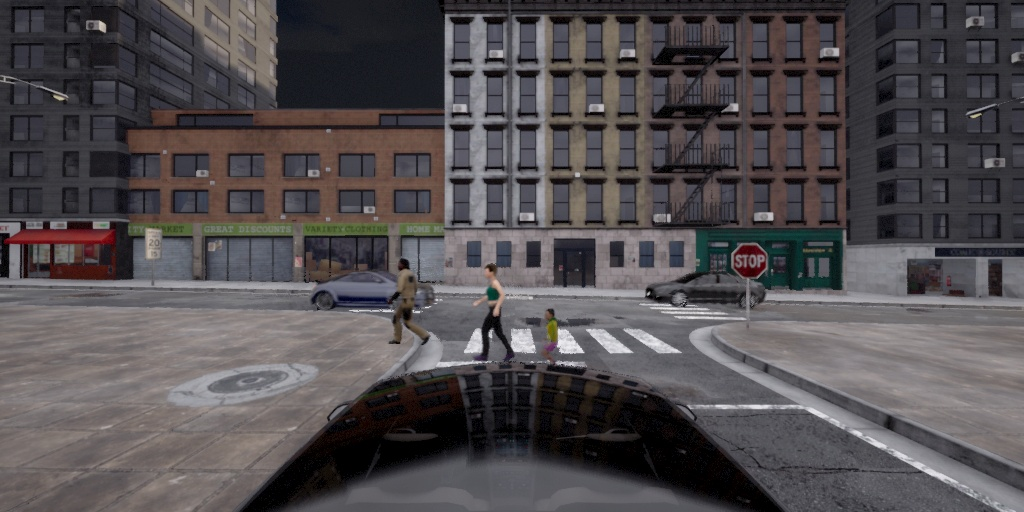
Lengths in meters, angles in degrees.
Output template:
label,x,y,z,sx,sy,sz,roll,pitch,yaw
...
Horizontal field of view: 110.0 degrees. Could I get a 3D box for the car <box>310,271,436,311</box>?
label,x,y,z,sx,sy,sz,roll,pitch,yaw
car,-4.923,1.230,13.009,4.181,1.385,1.994,1,0,0

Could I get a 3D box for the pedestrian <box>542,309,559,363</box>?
label,x,y,z,sx,sy,sz,roll,pitch,yaw
pedestrian,0.722,1.424,6.136,0.500,1.100,0.500,0,0,0

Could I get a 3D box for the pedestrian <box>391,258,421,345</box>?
label,x,y,z,sx,sy,sz,roll,pitch,yaw
pedestrian,-2.157,0.892,7.336,0.375,1.860,0.375,0,0,0

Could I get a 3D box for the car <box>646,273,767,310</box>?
label,x,y,z,sx,sy,sz,roll,pitch,yaw
car,8.494,1.481,15.903,4.892,1.490,1.837,1,0,0

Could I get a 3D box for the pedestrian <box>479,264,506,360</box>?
label,x,y,z,sx,sy,sz,roll,pitch,yaw
pedestrian,-0.358,1.044,6.737,0.375,1.860,0.375,0,0,0
